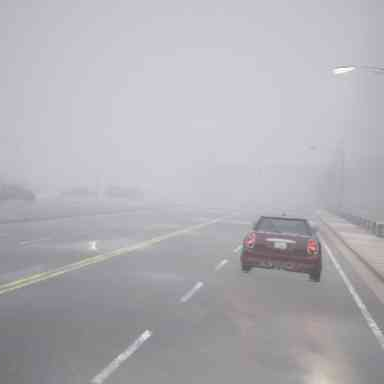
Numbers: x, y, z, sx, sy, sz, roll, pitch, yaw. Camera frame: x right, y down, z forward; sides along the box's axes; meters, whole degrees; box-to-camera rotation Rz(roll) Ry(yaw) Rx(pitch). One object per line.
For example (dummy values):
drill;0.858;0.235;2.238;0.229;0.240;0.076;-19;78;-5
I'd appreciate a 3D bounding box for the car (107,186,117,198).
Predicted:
car;-12.260;-0.051;54.223;1.905;1.878;3.866;4;1;17

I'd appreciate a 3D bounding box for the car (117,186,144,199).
car;-9.520;0.116;53.306;1.932;1.855;4.605;4;1;17

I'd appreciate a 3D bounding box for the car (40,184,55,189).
car;-37.712;-1.393;85.429;4.718;1.301;1.895;4;1;19

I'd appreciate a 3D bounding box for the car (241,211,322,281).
car;2.931;1.432;10.674;2.097;1.767;4.553;4;1;17

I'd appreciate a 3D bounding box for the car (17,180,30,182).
car;-30.962;-1.206;60.053;1.905;1.878;3.866;4;1;17

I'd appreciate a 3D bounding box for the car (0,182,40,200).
car;-20.072;-0.129;38.366;1.970;1.475;3.806;4;1;17

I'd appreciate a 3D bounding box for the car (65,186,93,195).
car;-27.875;-0.838;82.062;5.357;1.411;2.033;4;1;19
